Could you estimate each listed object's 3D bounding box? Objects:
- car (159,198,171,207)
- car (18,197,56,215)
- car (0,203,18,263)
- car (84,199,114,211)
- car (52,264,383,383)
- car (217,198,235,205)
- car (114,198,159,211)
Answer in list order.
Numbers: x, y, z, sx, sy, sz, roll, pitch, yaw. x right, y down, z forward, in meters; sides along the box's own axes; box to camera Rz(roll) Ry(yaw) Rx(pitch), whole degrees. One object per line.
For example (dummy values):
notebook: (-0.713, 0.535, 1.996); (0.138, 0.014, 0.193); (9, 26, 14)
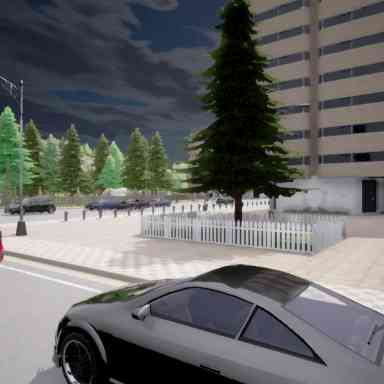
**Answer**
car: (-4.989, 1.564, 49.395); (1.994, 1.385, 4.181); (0, 0, 36)
car: (-16.248, 1.352, 33.583); (2.097, 1.767, 4.553); (0, 0, 35)
car: (-7.370, 1.221, 9.189); (5.566, 2.045, 2.150); (0, 0, 36)
car: (-10.675, 1.547, 41.422); (2.033, 1.411, 5.357); (0, 0, 35)
car: (0.322, 1.564, 3.761); (4.181, 1.385, 1.994); (0, 0, 35)
car: (6.156, 1.504, 58.709); (1.837, 1.490, 4.892); (0, 0, 35)
car: (-6.708, 1.505, 40.618); (1.837, 1.490, 4.892); (0, 0, 35)
